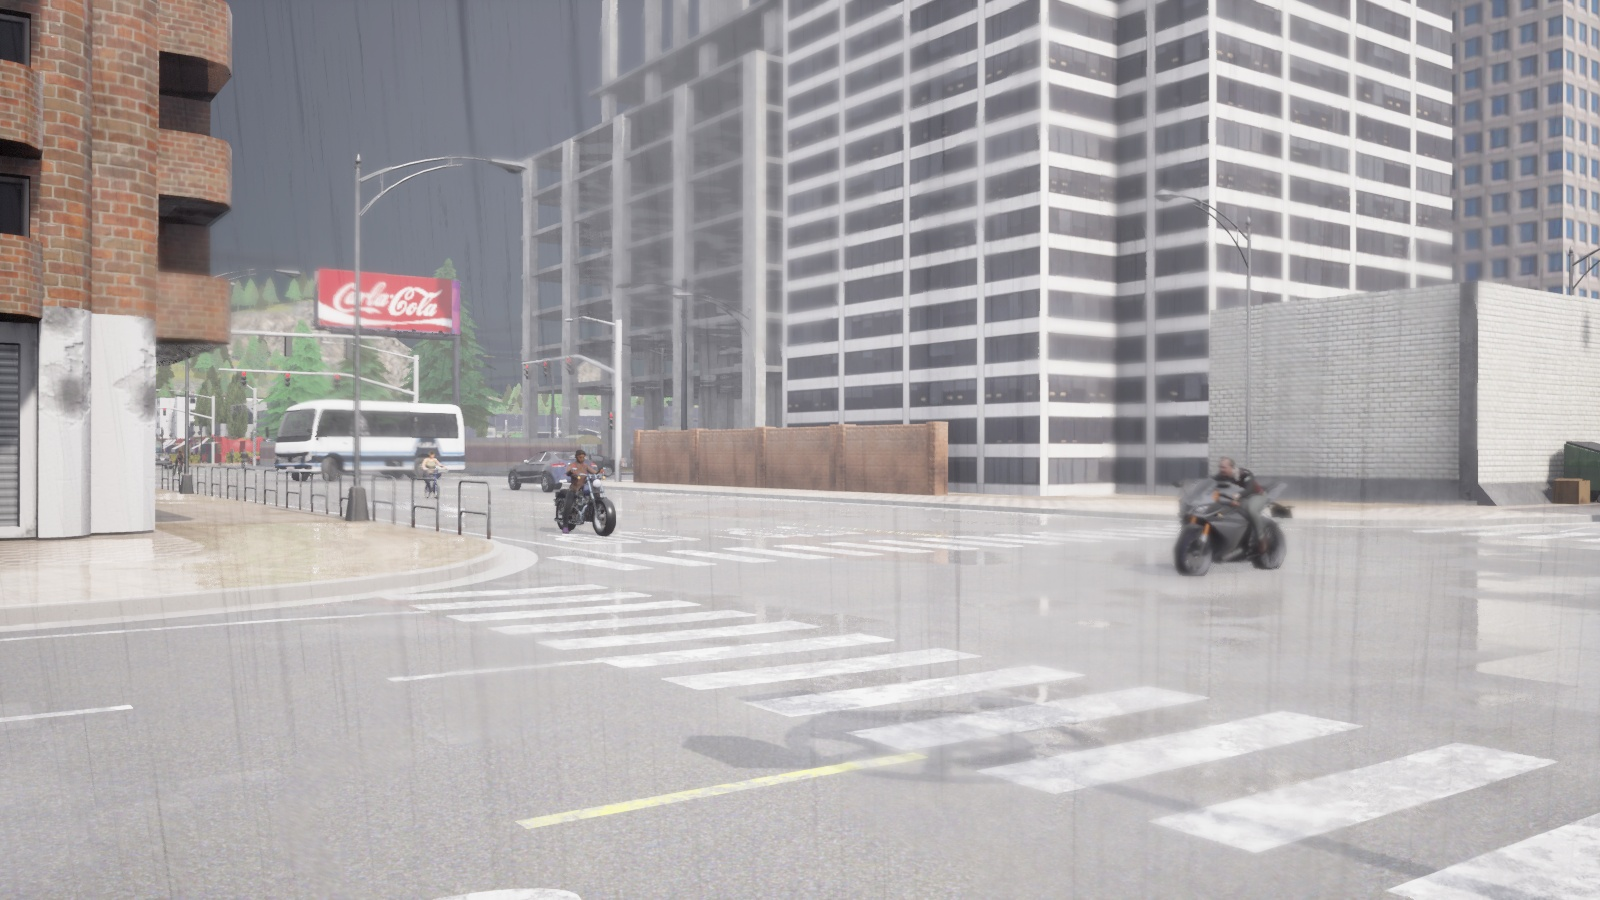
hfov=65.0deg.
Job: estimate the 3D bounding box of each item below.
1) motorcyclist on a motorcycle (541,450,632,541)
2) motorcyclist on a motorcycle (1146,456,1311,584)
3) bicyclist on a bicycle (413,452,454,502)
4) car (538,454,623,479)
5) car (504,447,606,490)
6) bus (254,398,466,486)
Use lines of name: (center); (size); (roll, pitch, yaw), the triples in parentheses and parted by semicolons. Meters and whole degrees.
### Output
motorcyclist on a motorcycle: (-4.087, 0.818, 23.884); (0.766, 1.649, 2.350); (0, 0, -35)
motorcyclist on a motorcycle: (5.512, 0.848, 16.099); (2.191, 1.530, 0.866); (0, 0, -35)
bicyclist on a bicycle: (-12.104, 0.864, 41.444); (0.866, 1.612, 1.509); (0, 0, -35)
car: (-13.926, 1.003, 79.919); (5.008, 1.535, 1.882); (0, 0, -35)
car: (-9.902, 0.723, 50.491); (2.152, 1.651, 5.027); (0, 0, -35)
bus: (-23.226, -0.363, 67.029); (3.944, 4.253, 10.273); (-2, -1, 35)
